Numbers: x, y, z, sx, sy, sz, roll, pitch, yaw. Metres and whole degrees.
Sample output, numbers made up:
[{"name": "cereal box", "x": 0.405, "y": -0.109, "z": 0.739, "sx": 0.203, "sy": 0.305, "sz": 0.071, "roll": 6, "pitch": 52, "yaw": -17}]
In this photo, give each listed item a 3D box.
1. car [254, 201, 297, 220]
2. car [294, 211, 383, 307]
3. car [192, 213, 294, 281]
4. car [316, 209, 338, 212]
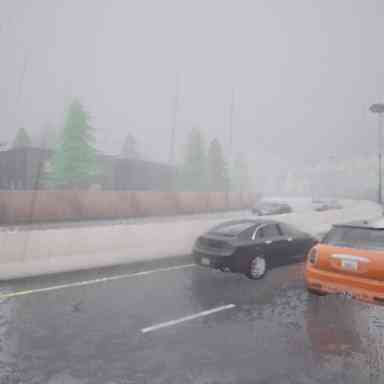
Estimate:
[{"name": "car", "x": 7.944, "y": 1.697, "z": 31.382, "sx": 2.128, "sy": 1.511, "sz": 4.902, "roll": 0, "pitch": 0, "yaw": 38}, {"name": "car", "x": 4.616, "y": 1.406, "z": 7.687, "sx": 4.553, "sy": 1.767, "sz": 2.097, "roll": 0, "pitch": -1, "yaw": -40}, {"name": "car", "x": 2.214, "y": 1.572, "z": 10.202, "sx": 4.892, "sy": 1.490, "sz": 1.837, "roll": 0, "pitch": 0, "yaw": -40}, {"name": "car", "x": 13.812, "y": 1.824, "z": 33.284, "sx": 1.895, "sy": 1.301, "sz": 4.718, "roll": 0, "pitch": 0, "yaw": 35}]
